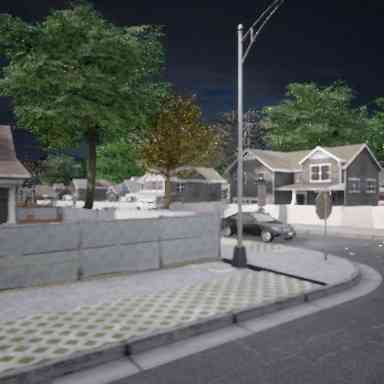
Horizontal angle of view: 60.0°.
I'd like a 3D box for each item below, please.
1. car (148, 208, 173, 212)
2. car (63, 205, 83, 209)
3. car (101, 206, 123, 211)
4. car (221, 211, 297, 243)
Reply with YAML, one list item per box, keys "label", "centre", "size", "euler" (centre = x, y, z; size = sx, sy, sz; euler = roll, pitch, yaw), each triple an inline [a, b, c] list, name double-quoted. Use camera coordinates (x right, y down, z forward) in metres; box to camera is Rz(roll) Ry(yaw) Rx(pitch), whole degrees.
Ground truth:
- label: "car"
  centre: [-2.361, 1.967, 26.088]
  size: [1.812, 1.442, 4.674]
  euler: [0, -1, -36]
- label: "car"
  centre: [-16.506, 2.422, 45.662]
  size: [1.895, 1.301, 4.718]
  euler: [0, -1, -36]
- label: "car"
  centre: [-8.168, 2.164, 34.092]
  size: [1.994, 1.385, 4.181]
  euler: [0, -1, -35]
- label: "car"
  centre: [3.448, 1.804, 18.109]
  size: [1.812, 1.442, 4.674]
  euler: [0, -1, -36]
